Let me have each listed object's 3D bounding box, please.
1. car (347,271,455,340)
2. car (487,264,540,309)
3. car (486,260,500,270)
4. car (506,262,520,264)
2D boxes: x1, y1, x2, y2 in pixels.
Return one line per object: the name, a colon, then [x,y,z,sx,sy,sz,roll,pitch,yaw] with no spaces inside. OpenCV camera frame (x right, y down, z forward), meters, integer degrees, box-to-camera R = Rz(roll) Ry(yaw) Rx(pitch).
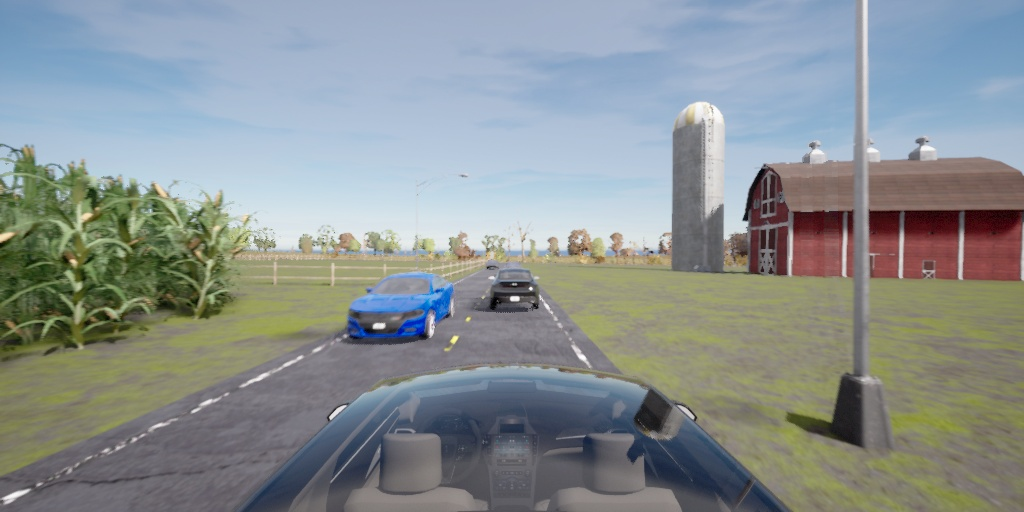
car: [-2.850,1.221,10.187,1.882,1.535,5.008,0,0,0]
car: [0.101,1.246,14.926,1.837,1.490,4.892,0,0,0]
car: [-2.811,1.287,52.940,2.033,1.411,5.357,0,0,1]
car: [0.100,1.284,36.571,2.033,1.411,5.357,0,0,0]
